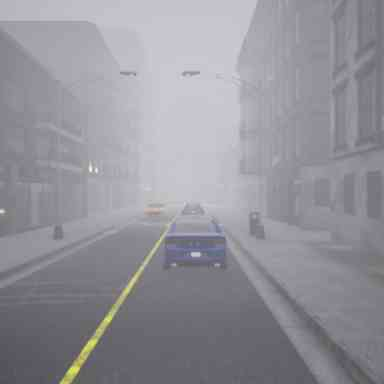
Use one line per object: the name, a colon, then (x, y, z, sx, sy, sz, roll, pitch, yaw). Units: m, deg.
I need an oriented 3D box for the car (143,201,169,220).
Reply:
car: (-3.090, 1.583, 29.317, 1.882, 1.535, 5.008, 0, 0, 0)

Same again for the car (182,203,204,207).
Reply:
car: (0.100, 1.671, 29.575, 1.994, 1.385, 4.181, 0, 0, 0)

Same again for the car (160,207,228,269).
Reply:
car: (0.100, 1.520, 11.375, 1.882, 1.535, 5.008, 0, 0, 0)
